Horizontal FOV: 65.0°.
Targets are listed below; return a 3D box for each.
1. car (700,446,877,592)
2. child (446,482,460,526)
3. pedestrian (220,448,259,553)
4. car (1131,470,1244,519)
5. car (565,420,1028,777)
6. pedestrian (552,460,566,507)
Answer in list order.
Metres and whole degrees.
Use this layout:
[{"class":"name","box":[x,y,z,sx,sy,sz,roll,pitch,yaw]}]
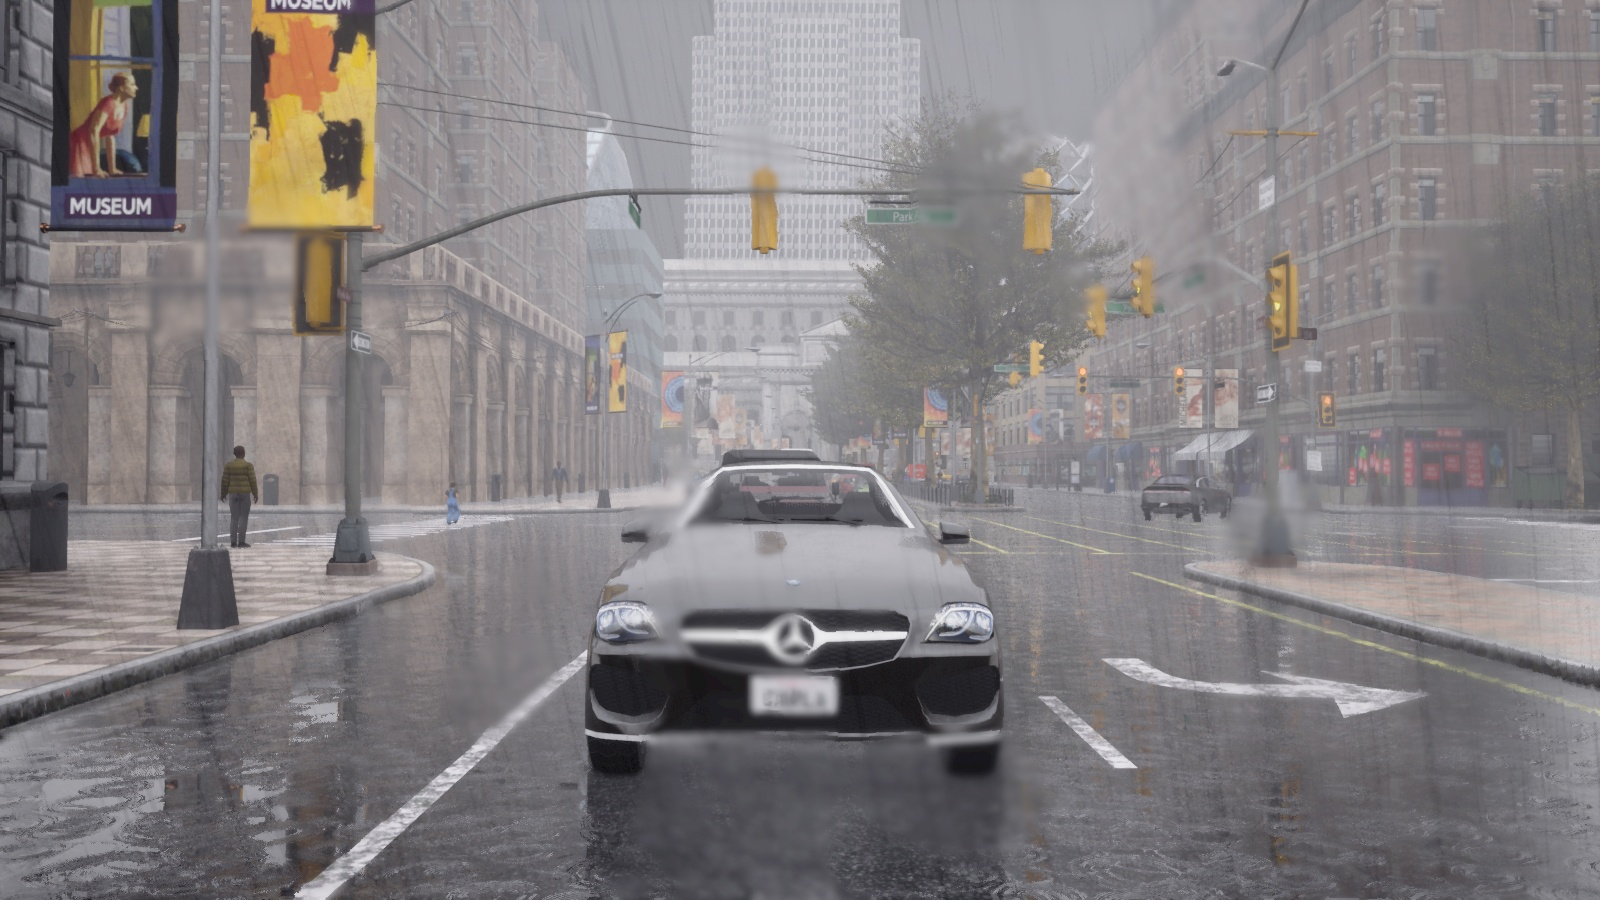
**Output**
[{"class":"car","box":[-0.294,0.918,18.273,1.905,1.878,3.866,0,-1,-11]},{"class":"child","box":[-9.878,1.534,35.780,0.270,1.263,0.437,0,-1,2]},{"class":"pedestrian","box":[-9.985,0.886,22.381,0.370,1.835,0.726,0,-1,1]},{"class":"car","box":[12.795,1.410,41.240,2.128,1.511,4.902,-1,-1,35]},{"class":"car","box":[-0.025,0.733,8.363,2.152,1.651,5.027,0,-1,0]},{"class":"pedestrian","box":[-10.137,1.398,52.883,0.423,1.949,0.788,0,-1,0]}]
